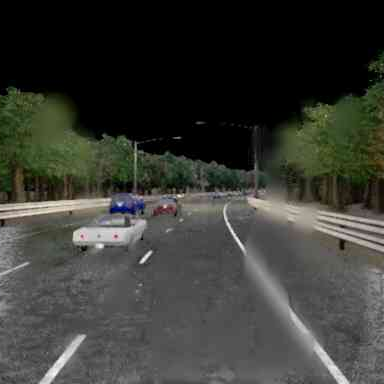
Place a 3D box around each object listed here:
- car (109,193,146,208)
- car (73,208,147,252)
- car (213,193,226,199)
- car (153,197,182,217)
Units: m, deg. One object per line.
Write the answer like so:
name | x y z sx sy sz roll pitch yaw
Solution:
car | -5.693 1.141 29.829 2.150 2.045 5.566 0 0 4
car | -3.102 1.556 13.665 1.895 1.301 4.718 0 0 2
car | 7.147 1.011 91.078 2.097 1.767 4.553 0 0 13
car | -2.127 1.276 30.373 2.097 1.767 4.553 0 0 4
